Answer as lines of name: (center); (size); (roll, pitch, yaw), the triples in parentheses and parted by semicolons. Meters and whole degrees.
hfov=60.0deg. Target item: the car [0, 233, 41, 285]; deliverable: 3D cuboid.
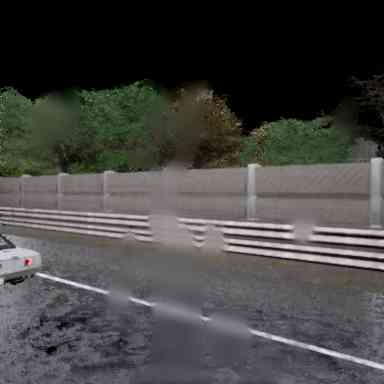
car: (-5.817, 1.572, 8.146); (4.718, 1.301, 1.895); (0, 0, 36)
